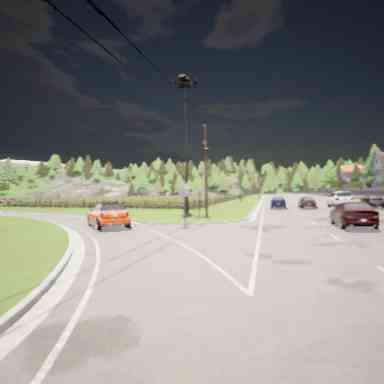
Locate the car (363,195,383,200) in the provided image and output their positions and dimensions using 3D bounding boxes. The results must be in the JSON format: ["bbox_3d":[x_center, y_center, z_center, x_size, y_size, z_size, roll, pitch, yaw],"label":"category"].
[{"bbox_3d":[20.922,1.139,38.841,2.128,1.511,4.902,-1,0,13],"label":"car"}]

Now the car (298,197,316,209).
[{"bbox_3d":[14.355,1.290,41.551,1.812,1.442,4.674,-1,0,13],"label":"car"}]

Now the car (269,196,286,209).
[{"bbox_3d":[11.067,1.300,42.882,1.882,1.535,5.008,-1,0,13],"label":"car"}]

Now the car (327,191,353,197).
[{"bbox_3d":[17.430,0.931,39.279,2.150,2.045,5.566,-1,0,13],"label":"car"}]

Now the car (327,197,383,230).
[{"bbox_3d":[9.522,1.320,19.823,1.882,1.535,5.008,-1,0,13],"label":"car"}]

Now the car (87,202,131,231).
[{"bbox_3d":[-5.613,1.461,22.107,2.097,1.767,4.553,-1,0,-26],"label":"car"}]
